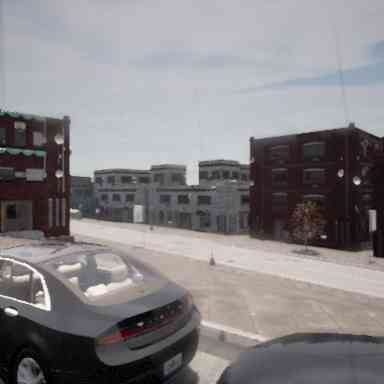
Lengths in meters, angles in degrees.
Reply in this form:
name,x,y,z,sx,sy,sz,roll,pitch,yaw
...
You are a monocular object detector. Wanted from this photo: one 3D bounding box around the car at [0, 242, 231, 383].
name,x,y,z,sx,sy,sz,roll,pitch,yaw
car,-2.179,1.479,4.767,4.892,1.521,2.231,0,0,35
